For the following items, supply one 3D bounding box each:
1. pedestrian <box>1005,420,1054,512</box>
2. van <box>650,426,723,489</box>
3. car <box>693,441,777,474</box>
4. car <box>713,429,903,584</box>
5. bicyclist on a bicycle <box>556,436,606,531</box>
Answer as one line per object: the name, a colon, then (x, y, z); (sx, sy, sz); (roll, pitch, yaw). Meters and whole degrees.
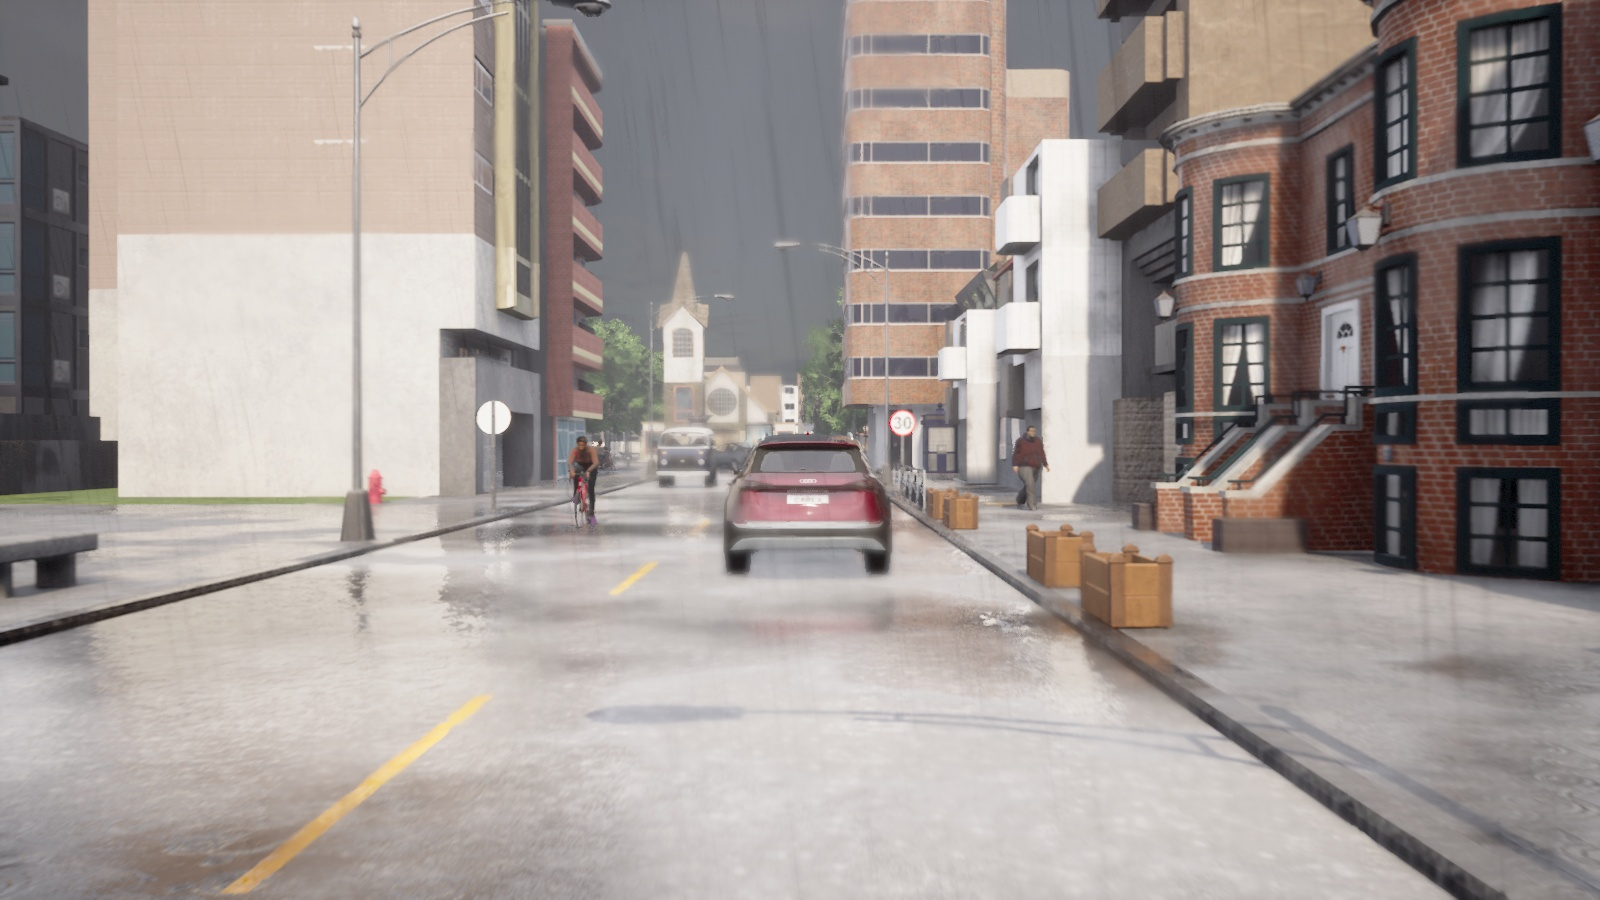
pedestrian: (4.663, 0.316, 25.587); (0.634, 1.844, 0.899); (0, 0, -18)
van: (-3.796, 0.226, 42.654); (2.069, 2.038, 4.480); (0, 0, 0)
car: (-3.196, 0.349, 61.099); (2.007, 1.525, 4.514); (0, 0, -35)
car: (0.094, 0.587, 15.840); (2.033, 1.649, 4.856); (0, 0, 0)
bicyclist on a bicycle: (-3.879, 0.570, 22.336); (0.582, 1.620, 1.656); (0, 1, 0)
